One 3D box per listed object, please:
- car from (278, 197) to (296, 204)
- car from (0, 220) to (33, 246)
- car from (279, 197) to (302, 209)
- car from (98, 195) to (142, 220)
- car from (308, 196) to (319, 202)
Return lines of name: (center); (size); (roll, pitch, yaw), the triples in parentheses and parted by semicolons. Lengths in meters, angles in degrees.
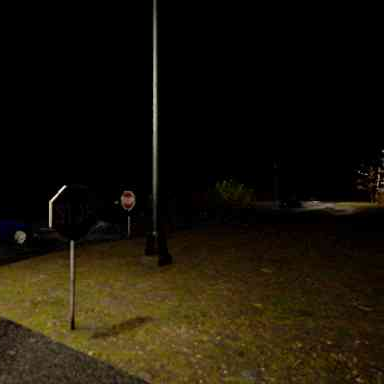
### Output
car: (19.715, 1.746, 68.615); (2.033, 1.411, 5.357); (0, 0, 34)
car: (-9.000, 1.511, 13.350); (1.882, 1.535, 5.008); (0, 0, 34)
car: (14.229, 1.720, 47.887); (2.033, 1.411, 5.357); (0, 0, 34)
car: (-6.802, 1.339, 29.171); (2.150, 2.045, 5.566); (0, 0, 34)
car: (31.763, 1.763, 86.536); (1.812, 1.442, 4.674); (0, 0, 34)
